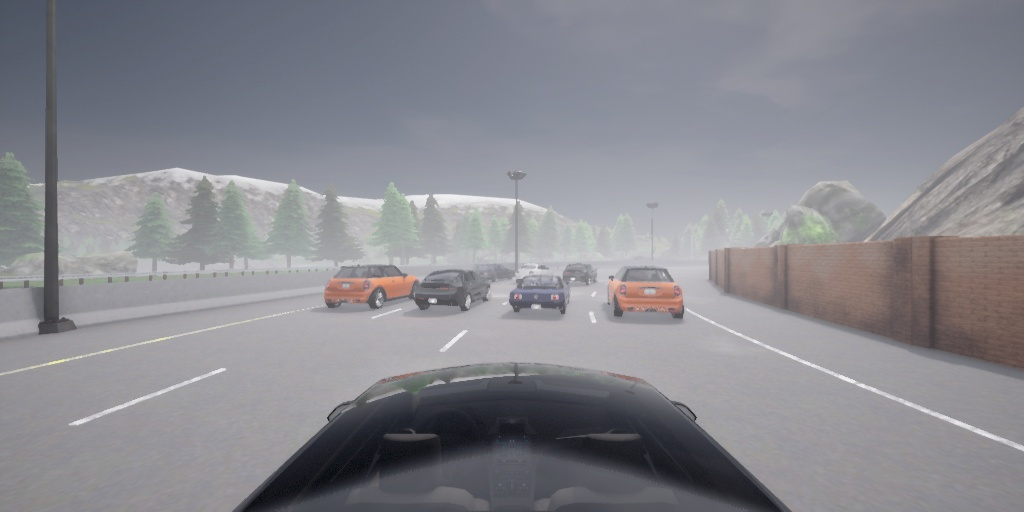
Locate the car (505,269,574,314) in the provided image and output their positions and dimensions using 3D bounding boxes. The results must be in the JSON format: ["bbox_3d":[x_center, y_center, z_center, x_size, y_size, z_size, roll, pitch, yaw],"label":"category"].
[{"bbox_3d":[1.239,1.366,13.836,1.895,1.301,4.718,0,0,11],"label":"car"}]

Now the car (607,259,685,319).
[{"bbox_3d":[4.657,1.116,13.083,2.097,1.767,4.553,0,0,11],"label":"car"}]

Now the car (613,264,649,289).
[{"bbox_3d":[8.158,1.322,24.383,1.994,1.385,4.181,0,0,23],"label":"car"}]

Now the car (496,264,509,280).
[{"bbox_3d":[-1.507,1.313,28.487,2.033,1.411,5.357,0,0,23],"label":"car"}]

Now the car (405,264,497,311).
[{"bbox_3d":[-2.198,1.266,14.501,1.837,1.490,4.892,0,0,11],"label":"car"}]

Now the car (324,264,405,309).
[{"bbox_3d":[-5.634,1.116,15.166,2.097,1.767,4.553,0,0,11],"label":"car"}]

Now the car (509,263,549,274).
[{"bbox_3d":[1.715,1.283,27.119,1.812,1.442,4.674,0,0,23],"label":"car"}]

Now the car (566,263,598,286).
[{"bbox_3d":[4.936,1.266,25.751,1.837,1.490,4.892,0,0,23],"label":"car"}]
